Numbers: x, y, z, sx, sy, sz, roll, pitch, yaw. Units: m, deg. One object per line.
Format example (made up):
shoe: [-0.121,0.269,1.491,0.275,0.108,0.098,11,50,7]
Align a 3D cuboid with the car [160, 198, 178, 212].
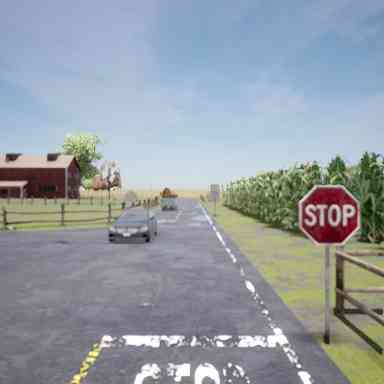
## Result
car: [-2.696,1.572,40.293,1.837,1.490,4.892,0,0,0]

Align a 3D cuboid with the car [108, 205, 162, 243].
car: [-2.723,1.552,16.247,1.812,1.442,4.674,0,0,0]
